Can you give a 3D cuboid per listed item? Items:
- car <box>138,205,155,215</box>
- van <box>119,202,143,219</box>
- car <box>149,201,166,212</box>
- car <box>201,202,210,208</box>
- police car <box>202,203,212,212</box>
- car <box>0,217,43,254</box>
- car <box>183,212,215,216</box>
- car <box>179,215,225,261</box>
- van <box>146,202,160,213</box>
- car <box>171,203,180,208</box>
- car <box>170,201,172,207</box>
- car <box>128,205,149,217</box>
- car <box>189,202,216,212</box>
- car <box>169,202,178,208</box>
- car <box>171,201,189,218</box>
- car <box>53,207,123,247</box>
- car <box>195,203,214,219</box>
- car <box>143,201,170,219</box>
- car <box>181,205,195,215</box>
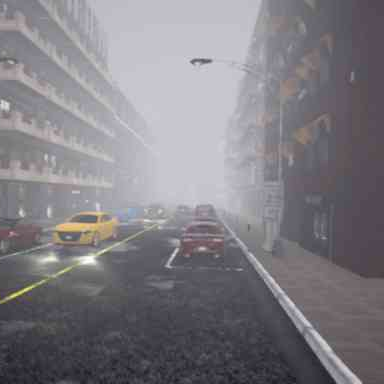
[{"bbox_3d":[-6.481,2.546,47.771,1.802,1.307,4.206,1,-1,2],"label":"car"},{"bbox_3d":[-6.950,2.028,36.462,1.690,1.788,3.998,1,-1,2],"label":"van"},{"bbox_3d":[-6.042,2.557,59.094,2.192,1.841,5.009,1,-1,2],"label":"car"},{"bbox_3d":[3.763,3.599,92.648,2.192,1.841,5.009,1,-1,2],"label":"car"},{"bbox_3d":[3.072,3.122,68.561,1.930,1.638,5.238,1,-1,2],"label":"police car"},{"bbox_3d":[-7.892,1.726,14.142,1.802,1.307,4.206,1,-1,2],"label":"car"},{"bbox_3d":[0.669,2.042,19.100,1.947,1.339,4.313,1,-1,2],"label":"car"},{"bbox_3d":[0.446,1.892,13.785,1.887,1.381,4.507,1,-1,2],"label":"car"},{"bbox_3d":[-6.252,2.444,53.435,1.690,1.788,3.998,1,-1,2],"label":"van"},{"bbox_3d":[-4.609,3.647,93.031,1.947,1.339,4.313,1,-1,2],"label":"car"},{"bbox_3d":[-5.081,3.116,81.723,2.192,1.841,5.009,1,-1,2],"label":"car"},{"bbox_3d":[-6.716,2.408,42.114,1.802,1.307,4.206,1,-1,2],"label":"car"},{"bbox_3d":[1.147,2.067,30.419,2.192,1.841,5.009,1,-1,2],"label":"car"},{"bbox_3d":[-4.845,3.381,87.376,1.967,1.590,4.097,1,-1,2],"label":"car"},{"bbox_3d":[-1.014,2.305,41.376,2.097,1.767,4.553,1,-1,3],"label":"car"},{"bbox_3d":[-5.207,1.753,16.848,1.882,1.535,5.008,1,-1,3],"label":"car"},{"bbox_3d":[1.623,2.343,41.735,2.192,1.841,5.009,1,-1,2],"label":"car"},{"bbox_3d":[-4.242,2.159,38.706,2.097,1.767,4.553,1,-1,3],"label":"car"},{"bbox_3d":[-0.604,2.818,52.169,1.895,1.301,4.718,1,-1,3],"label":"car"}]
